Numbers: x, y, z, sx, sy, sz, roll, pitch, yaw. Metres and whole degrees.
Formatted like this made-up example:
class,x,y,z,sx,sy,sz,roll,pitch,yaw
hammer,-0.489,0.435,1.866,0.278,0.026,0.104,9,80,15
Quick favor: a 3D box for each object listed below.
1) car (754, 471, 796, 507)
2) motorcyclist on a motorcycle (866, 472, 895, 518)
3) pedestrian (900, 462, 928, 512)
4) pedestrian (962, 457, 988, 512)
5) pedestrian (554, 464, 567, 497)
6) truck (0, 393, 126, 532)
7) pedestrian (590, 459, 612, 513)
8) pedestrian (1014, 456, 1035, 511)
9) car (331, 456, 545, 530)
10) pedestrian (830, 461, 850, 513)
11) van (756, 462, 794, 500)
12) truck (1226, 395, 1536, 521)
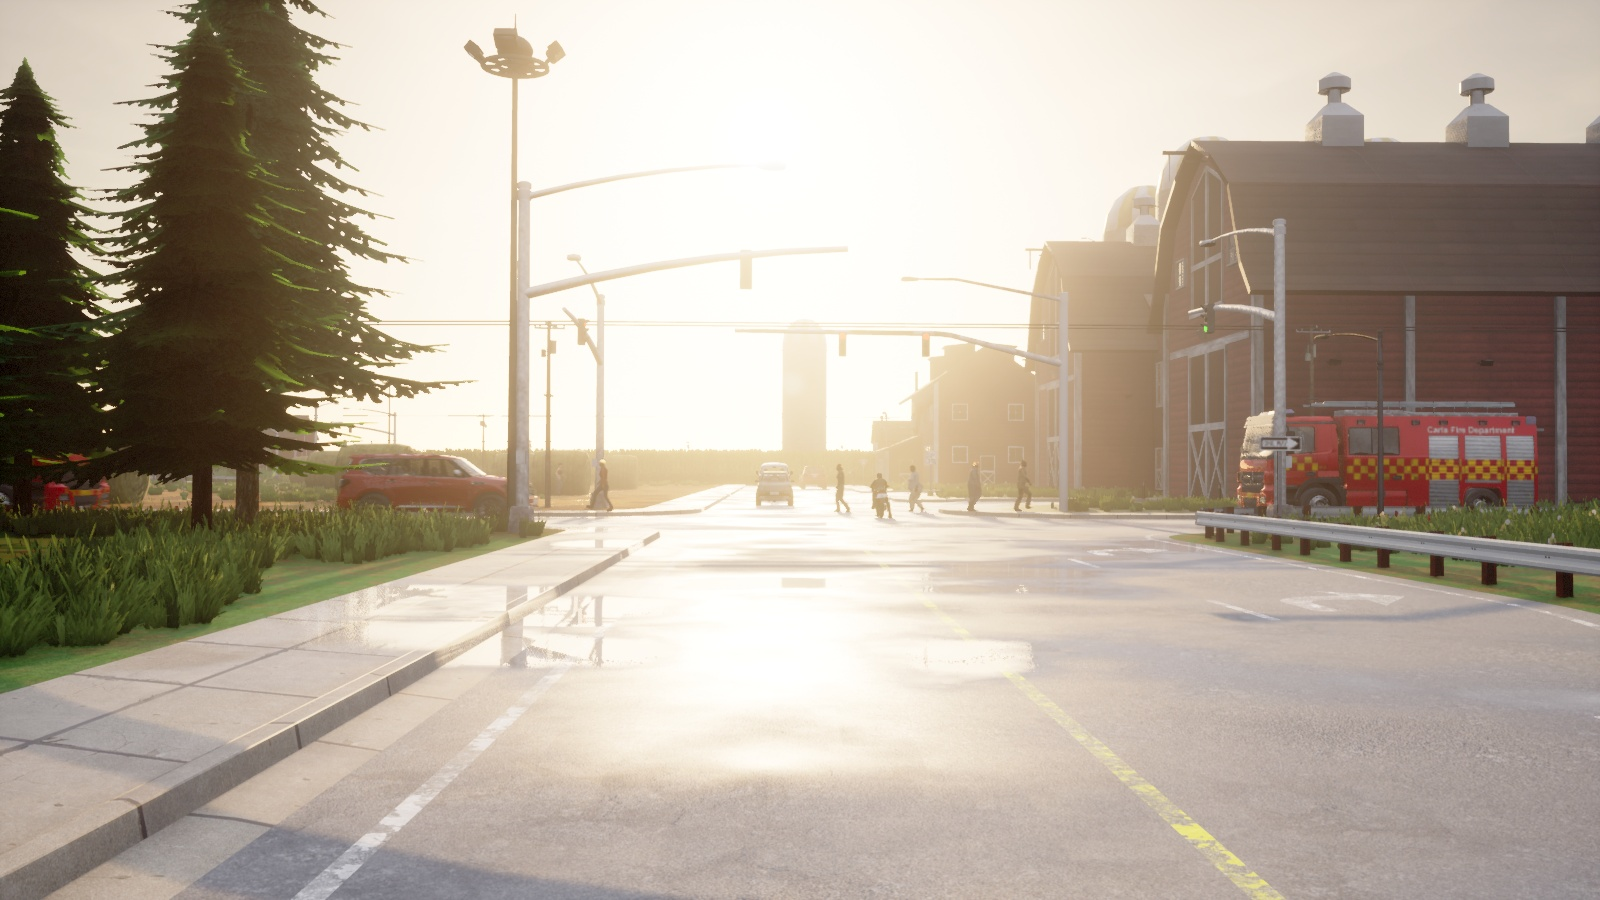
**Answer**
class,x,y,z,sx,sy,sz,roll,pitch,yaw
car,-1.126,1.743,56.643,1.789,1.549,3.705,0,-1,-1
motorcyclist on a motorcycle,2.688,1.498,42.155,0.797,1.523,2.044,0,-1,-1
pedestrian,4.287,1.390,47.170,0.900,1.855,0.874,0,-1,-5
pedestrian,6.203,1.226,44.555,0.873,1.952,0.659,0,-1,6
pedestrian,-13.118,1.672,68.817,0.594,1.836,0.345,0,-1,4
truck,-24.410,0.380,36.133,8.468,3.827,2.891,0,-1,0
pedestrian,-6.833,1.237,43.120,0.636,1.846,0.331,0,-1,15
pedestrian,7.902,1.177,44.248,0.692,1.930,0.396,0,-1,7
car,-10.334,1.208,36.169,5.566,2.045,2.150,0,-1,0
pedestrian,1.494,1.397,46.959,0.666,1.930,0.402,0,-1,-5
van,-1.439,1.734,71.052,2.069,2.038,4.480,0,-1,-1
truck,18.224,0.270,39.785,8.468,3.827,2.891,0,-1,0
